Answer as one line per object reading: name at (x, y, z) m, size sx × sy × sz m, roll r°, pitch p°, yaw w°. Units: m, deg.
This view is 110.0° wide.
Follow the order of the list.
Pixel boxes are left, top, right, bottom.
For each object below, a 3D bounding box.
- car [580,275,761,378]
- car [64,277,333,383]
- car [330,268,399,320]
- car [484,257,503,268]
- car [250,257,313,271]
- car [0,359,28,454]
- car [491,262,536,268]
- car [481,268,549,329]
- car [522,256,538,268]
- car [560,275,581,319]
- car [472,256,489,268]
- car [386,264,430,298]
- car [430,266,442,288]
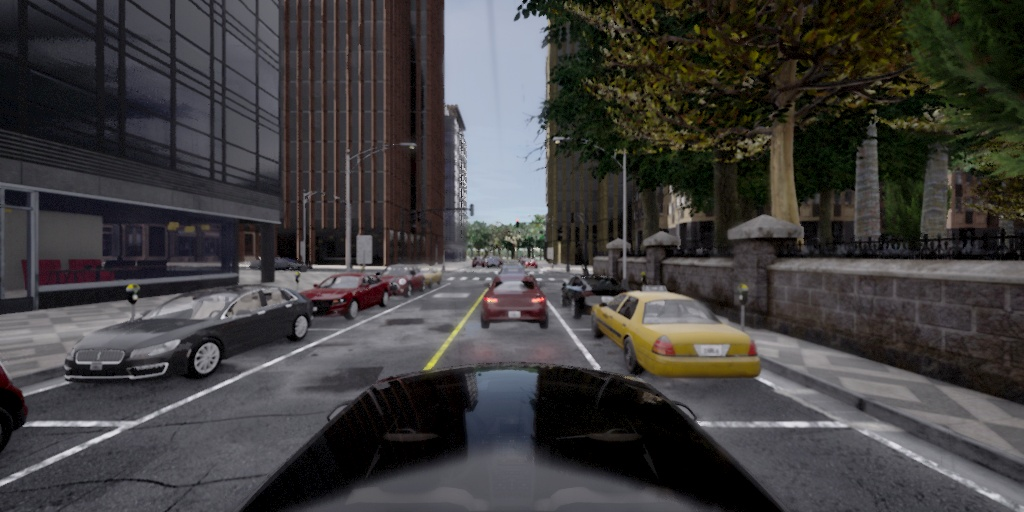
car at (2.782, 1.267, 7.292) m, size 1.751 × 1.417 × 4.829 m, roll 0°, pitch 0°, yaw 0°
car at (-5.744, 1.293, 7.143) m, size 2.007 × 1.370 × 4.403 m, roll 0°, pitch 0°, yaw 0°
car at (-5.729, 1.280, 12.600) m, size 1.888 × 1.381 × 4.507 m, roll 0°, pitch 0°, yaw 0°
car at (-2.929, 1.245, 57.017) m, size 1.994 × 1.385 × 4.181 m, roll 0°, pitch 0°, yaw 0°
car at (-22.444, 0.840, 35.009) m, size 5.357 × 1.411 × 2.033 m, roll 1°, pitch 0°, yaw 0°
car at (-5.759, 1.190, 1.686) m, size 1.967 × 1.591 × 4.097 m, roll 0°, pitch 0°, yaw 0°
car at (0.055, 1.271, 20.665) m, size 2.033 × 1.411 × 5.357 m, roll 0°, pitch 0°, yaw 0°
car at (0.081, 1.262, 11.102) m, size 1.812 × 1.442 × 4.674 m, roll 0°, pitch 0°, yaw 0°
car at (2.913, 1.123, 55.461) m, size 1.967 × 1.591 × 4.097 m, roll 0°, pitch 0°, yaw 0°
car at (2.796, 1.300, 12.579) m, size 1.948 × 1.339 × 4.313 m, roll 0°, pitch 0°, yaw 0°
car at (-5.597, 0.993, 60.921) m, size 2.192 × 1.841 × 5.009 m, roll 0°, pitch 0°, yaw 0°
car at (-5.714, 1.167, 18.057) m, size 1.967 × 1.591 × 4.097 m, roll 0°, pitch 0°, yaw 0°
car at (-5.700, 1.245, 23.344) m, size 1.751 × 1.417 × 4.829 m, roll 0°, pitch 0°, yaw 0°
